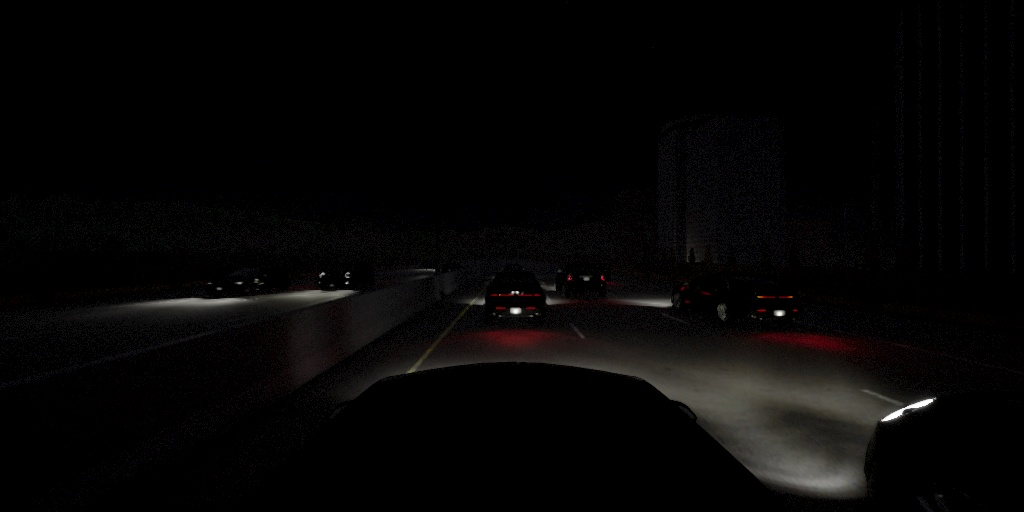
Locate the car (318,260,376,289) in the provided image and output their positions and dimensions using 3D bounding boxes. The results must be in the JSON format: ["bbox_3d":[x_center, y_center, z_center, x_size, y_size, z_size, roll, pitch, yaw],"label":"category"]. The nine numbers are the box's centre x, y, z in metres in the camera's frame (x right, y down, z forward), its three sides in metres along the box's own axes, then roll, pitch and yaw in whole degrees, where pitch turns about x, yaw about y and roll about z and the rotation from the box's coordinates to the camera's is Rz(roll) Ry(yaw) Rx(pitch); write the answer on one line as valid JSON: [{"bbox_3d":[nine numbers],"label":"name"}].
[{"bbox_3d":[-10.591,1.155,23.318,2.097,1.767,4.553,0,0,0],"label":"car"}]

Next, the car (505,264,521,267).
[{"bbox_3d":[0.107,1.374,30.715,2.033,1.411,5.357,0,0,0],"label":"car"}]

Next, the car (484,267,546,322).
[{"bbox_3d":[0.103,1.276,12.332,1.837,1.490,4.892,0,0,0],"label":"car"}]

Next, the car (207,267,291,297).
[{"bbox_3d":[-14.095,1.316,19.592,1.812,1.442,4.674,0,0,0],"label":"car"}]

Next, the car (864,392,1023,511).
[{"bbox_3d":[3.603,1.101,0.675,2.097,1.767,4.553,0,0,0],"label":"car"}]

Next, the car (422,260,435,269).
[{"bbox_3d":[-14.019,1.450,61.223,1.837,1.490,4.892,0,0,1],"label":"car"}]

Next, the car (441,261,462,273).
[{"bbox_3d":[-7.071,1.434,42.479,1.994,1.385,4.181,0,0,0],"label":"car"}]

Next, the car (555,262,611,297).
[{"bbox_3d":[3.605,1.142,19.455,2.097,1.767,4.553,0,0,0],"label":"car"}]

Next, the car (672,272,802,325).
[{"bbox_3d":[7.102,1.275,11.938,1.837,1.490,4.892,0,0,0],"label":"car"}]
